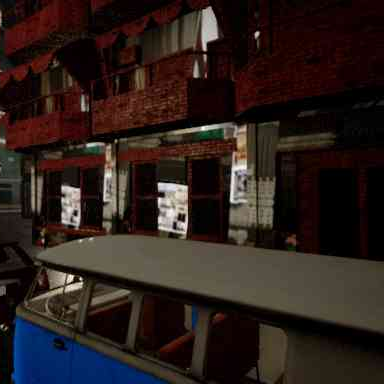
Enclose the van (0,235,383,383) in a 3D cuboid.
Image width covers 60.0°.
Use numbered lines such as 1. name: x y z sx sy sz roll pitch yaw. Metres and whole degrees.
1. van: 0.184 1.341 2.604 3.998 1.788 1.690 0 -1 36
